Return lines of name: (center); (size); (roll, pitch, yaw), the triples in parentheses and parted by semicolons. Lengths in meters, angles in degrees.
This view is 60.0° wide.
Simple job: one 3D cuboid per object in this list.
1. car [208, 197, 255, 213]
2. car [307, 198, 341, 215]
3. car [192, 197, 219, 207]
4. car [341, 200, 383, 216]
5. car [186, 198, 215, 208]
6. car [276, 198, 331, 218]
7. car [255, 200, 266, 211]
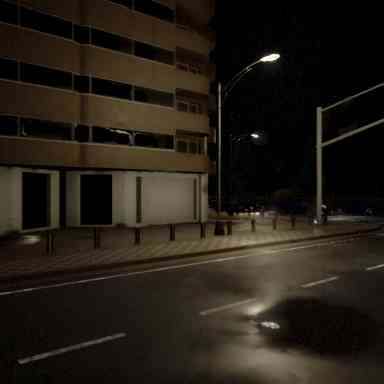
car: (4.388, 1.601, 38.653); (2.033, 1.411, 5.357); (0, 0, -36)
car: (12.192, 1.405, 33.819); (2.097, 1.767, 4.553); (0, 0, -36)
car: (2.111, 1.557, 54.118); (1.837, 1.490, 4.892); (0, 0, -36)
car: (16.887, 1.530, 33.629); (1.882, 1.535, 5.008); (0, 0, -36)
car: (1.190, 1.654, 49.082); (1.895, 1.301, 4.718); (0, 0, -36)
car: (10.013, 1.579, 30.886); (1.812, 1.442, 4.674); (0, 0, -37)
car: (6.946, 1.558, 41.091); (1.837, 1.490, 4.892); (0, 0, -36)
